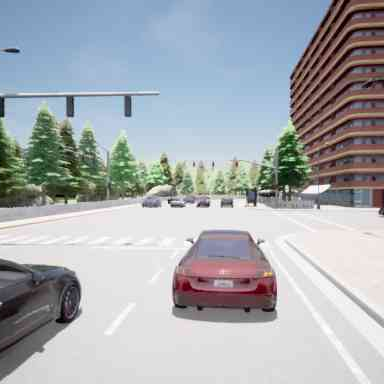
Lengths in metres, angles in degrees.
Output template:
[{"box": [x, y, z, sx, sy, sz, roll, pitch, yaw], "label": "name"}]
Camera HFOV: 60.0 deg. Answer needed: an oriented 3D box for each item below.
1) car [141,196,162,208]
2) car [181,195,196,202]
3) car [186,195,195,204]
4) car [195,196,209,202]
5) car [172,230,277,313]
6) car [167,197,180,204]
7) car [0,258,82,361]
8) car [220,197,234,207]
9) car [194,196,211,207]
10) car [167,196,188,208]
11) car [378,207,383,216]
[{"box": [-5.754, 1.352, 47.541, 2.097, 1.767, 4.553, 0, 0, 6], "label": "car"}, {"box": [-0.694, 1.499, 78.636, 1.837, 1.490, 4.892, 0, 0, 22], "label": "car"}, {"box": [-0.628, 1.564, 62.151, 1.994, 1.385, 4.181, 0, 0, 7], "label": "car"}, {"box": [2.409, 1.594, 76.943, 1.895, 1.301, 4.718, 0, 0, 18], "label": "car"}, {"box": [0.771, 1.564, 7.788, 1.994, 1.385, 4.181, 0, 0, 6], "label": "car"}, {"box": [-3.642, 1.600, 66.529, 1.895, 1.301, 4.718, 0, 0, 7], "label": "car"}, {"box": [-3.136, 1.526, 4.295, 1.812, 1.442, 4.674, 0, 0, 7], "label": "car"}, {"box": [5.528, 1.491, 52.531, 2.128, 1.511, 4.902, 0, 0, 6], "label": "car"}, {"box": [1.887, 1.600, 51.384, 1.895, 1.301, 4.718, 0, 0, 6], "label": "car"}, {"box": [-2.044, 1.600, 48.026, 1.895, 1.301, 4.718, 0, 0, 4], "label": "car"}, {"box": [19.230, 1.619, 29.983, 4.181, 1.385, 1.994, 0, 0, 6], "label": "car"}]
